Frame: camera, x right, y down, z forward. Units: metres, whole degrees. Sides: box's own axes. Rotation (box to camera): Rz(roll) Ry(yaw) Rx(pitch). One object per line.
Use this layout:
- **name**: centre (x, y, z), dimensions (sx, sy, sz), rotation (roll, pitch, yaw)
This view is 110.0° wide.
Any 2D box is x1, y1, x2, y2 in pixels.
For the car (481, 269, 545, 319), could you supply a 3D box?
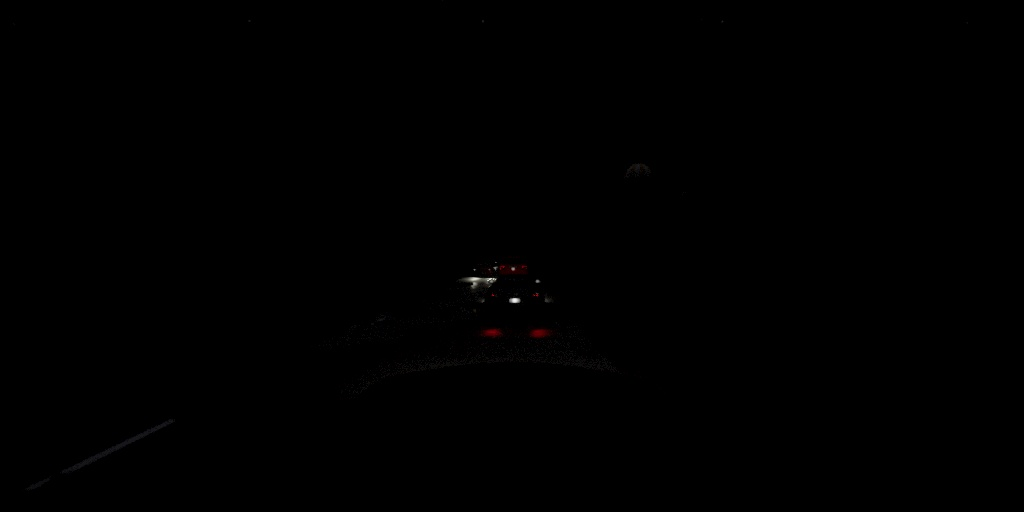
- **car**: centre (0.091, 1.328, 12.927), dimensions (1.994, 1.385, 4.181), rotation (0, 0, 0)

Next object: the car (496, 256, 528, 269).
- **car**: centre (0.094, 1.015, 28.392), dimensions (2.150, 2.045, 5.566), rotation (0, 0, 0)

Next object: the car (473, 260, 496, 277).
- **car**: centre (-2.845, 1.292, 36.446), dimensions (1.882, 1.535, 5.008), rotation (0, 0, 0)
